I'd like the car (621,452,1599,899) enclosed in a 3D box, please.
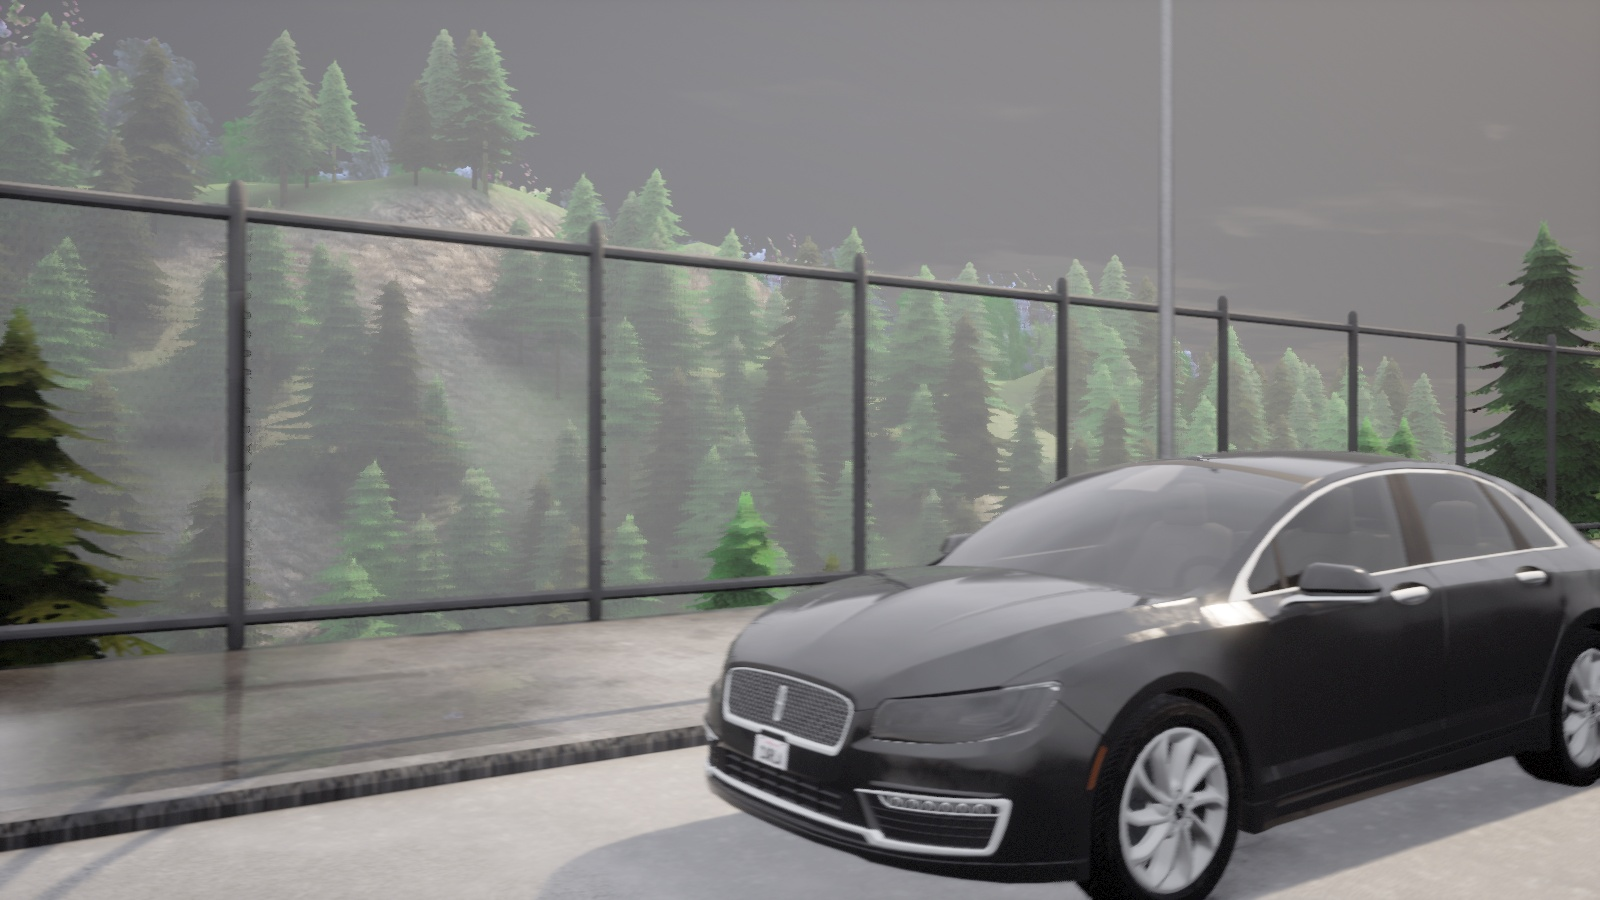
[{"bbox_3d":[1.834,0.759,5.544,4.892,1.490,1.837,0,0,-35],"label":"car"}]
